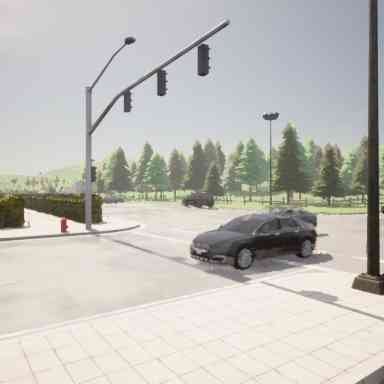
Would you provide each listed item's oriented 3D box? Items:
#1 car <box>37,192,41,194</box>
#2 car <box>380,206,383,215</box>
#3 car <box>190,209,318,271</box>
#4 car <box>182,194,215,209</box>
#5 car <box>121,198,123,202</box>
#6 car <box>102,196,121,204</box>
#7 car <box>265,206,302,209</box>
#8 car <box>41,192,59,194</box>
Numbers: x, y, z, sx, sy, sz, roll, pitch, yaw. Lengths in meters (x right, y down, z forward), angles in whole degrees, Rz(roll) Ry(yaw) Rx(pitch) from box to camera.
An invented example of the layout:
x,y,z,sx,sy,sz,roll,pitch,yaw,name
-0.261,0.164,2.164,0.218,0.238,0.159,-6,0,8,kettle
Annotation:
x,y,z,sx,sy,sz,roll,pitch,yaw,name
-29.798,1.058,65.852,2.150,2.045,5.566,0,0,-35,car
20.832,1.601,33.151,4.718,1.301,1.895,0,0,-31,car
2.185,1.505,11.072,4.892,1.490,1.837,0,0,-35,car
0.844,1.223,46.197,2.150,2.045,5.566,0,0,-34,car
-16.460,1.558,71.246,1.994,1.385,4.181,0,0,-35,car
-16.156,1.564,64.741,1.994,1.385,4.181,0,0,-35,car
4.409,1.491,16.952,4.902,1.511,2.128,0,0,-35,car
-24.127,1.221,57.611,2.150,2.045,5.566,0,0,-35,car
